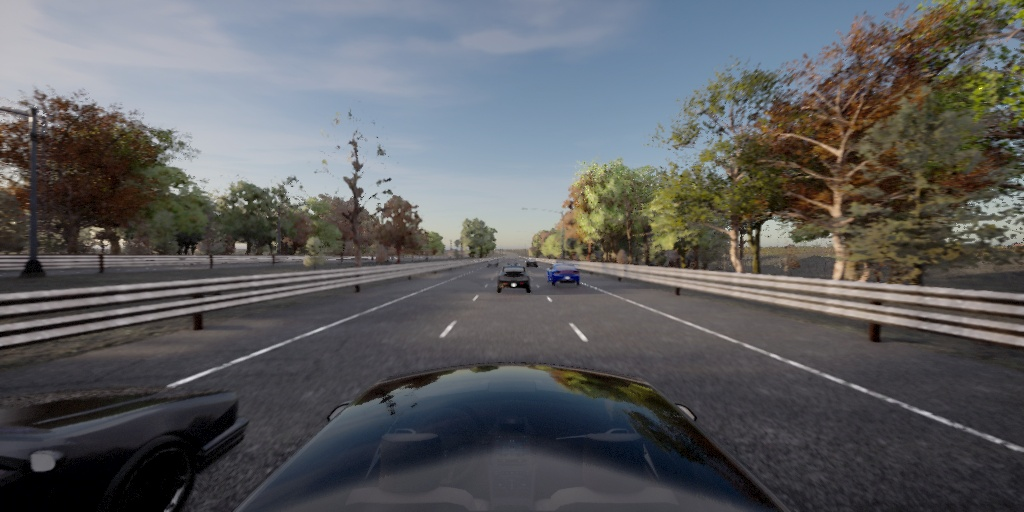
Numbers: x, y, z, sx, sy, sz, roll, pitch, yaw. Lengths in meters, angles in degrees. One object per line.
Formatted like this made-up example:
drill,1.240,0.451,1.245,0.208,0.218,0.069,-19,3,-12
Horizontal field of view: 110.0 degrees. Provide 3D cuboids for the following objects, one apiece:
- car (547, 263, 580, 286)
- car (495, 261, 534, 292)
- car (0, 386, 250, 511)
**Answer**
car,3.602,1.264,25.840,1.882,1.535,5.008,0,0,0
car,0.101,1.287,21.661,1.837,1.490,4.892,0,0,0
car,-3.400,1.297,0.885,2.033,1.411,5.357,0,0,0
